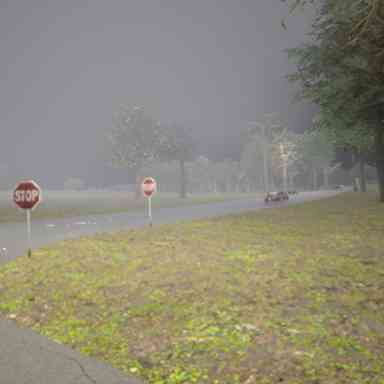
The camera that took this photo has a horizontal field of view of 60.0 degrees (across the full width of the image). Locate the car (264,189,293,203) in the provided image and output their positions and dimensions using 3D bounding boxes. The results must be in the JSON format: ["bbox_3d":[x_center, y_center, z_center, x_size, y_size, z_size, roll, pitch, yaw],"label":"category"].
[{"bbox_3d":[10.378,0.571,40.762,1.812,1.442,4.674,-3,0,34],"label":"car"}]

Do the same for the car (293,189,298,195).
[{"bbox_3d":[19.534,0.022,66.494,1.895,1.301,4.718,-3,0,34],"label":"car"}]
